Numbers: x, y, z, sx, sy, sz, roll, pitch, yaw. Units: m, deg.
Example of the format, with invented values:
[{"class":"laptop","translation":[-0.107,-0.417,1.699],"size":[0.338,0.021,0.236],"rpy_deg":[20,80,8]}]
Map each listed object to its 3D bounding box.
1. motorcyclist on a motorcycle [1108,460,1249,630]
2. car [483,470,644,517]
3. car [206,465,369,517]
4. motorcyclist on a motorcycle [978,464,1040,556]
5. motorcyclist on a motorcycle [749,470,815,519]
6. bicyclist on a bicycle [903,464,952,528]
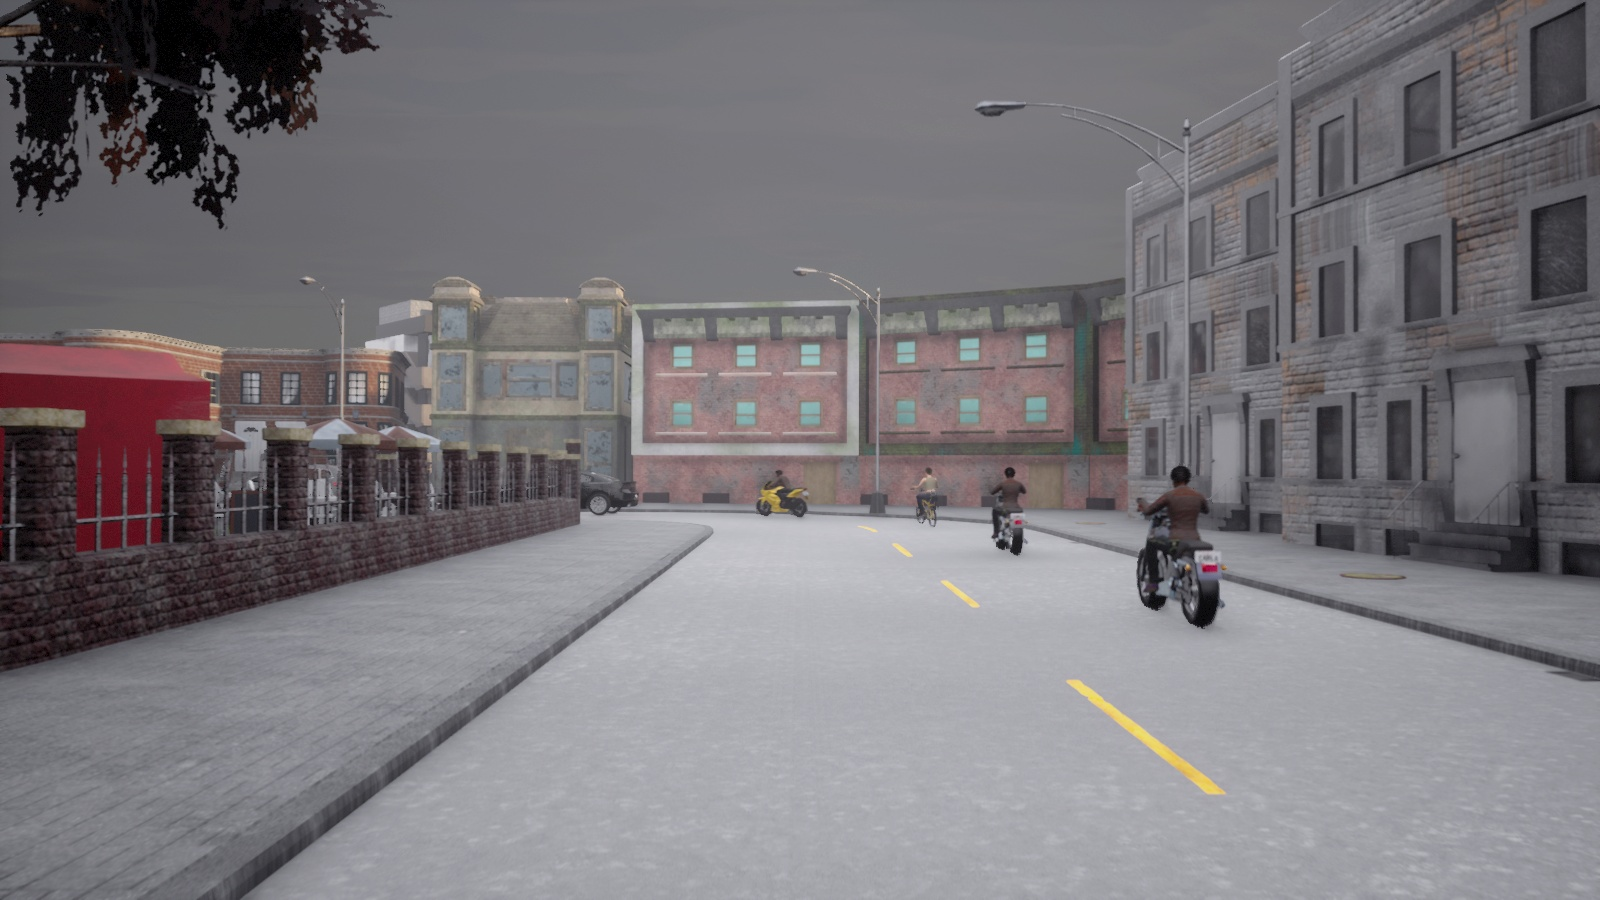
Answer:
[{"class":"motorcyclist on a motorcycle","translation":[3.967,0.946,13.383],"size":[0.766,1.649,2.350],"rpy_deg":[0,-1,0]},{"class":"car","translation":[-7.925,1.455,42.359],"size":[5.008,1.535,1.882],"rpy_deg":[0,-1,6]},{"class":"car","translation":[-17.224,1.358,42.386],"size":[4.611,1.667,2.242],"rpy_deg":[0,-1,0]},{"class":"motorcyclist on a motorcycle","translation":[3.942,1.103,23.872],"size":[0.766,1.649,2.350],"rpy_deg":[0,-1,0]},{"class":"motorcyclist on a motorcycle","translation":[-0.591,1.399,40.194],"size":[2.044,1.523,0.797],"rpy_deg":[0,-1,37]},{"class":"bicyclist on a bicycle","translation":[3.470,1.247,34.406],"size":[0.866,1.612,1.509],"rpy_deg":[0,3,-14]}]
